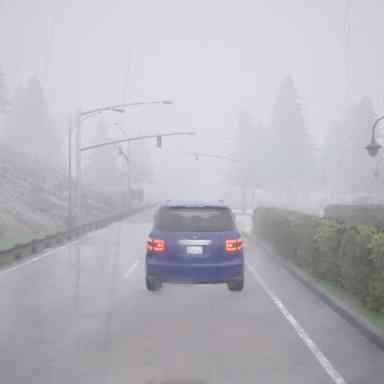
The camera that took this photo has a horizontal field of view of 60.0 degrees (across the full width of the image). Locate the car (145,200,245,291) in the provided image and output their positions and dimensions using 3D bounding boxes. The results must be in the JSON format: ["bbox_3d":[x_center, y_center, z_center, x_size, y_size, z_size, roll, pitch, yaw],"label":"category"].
[{"bbox_3d":[0.074,1.221,9.144,2.150,2.045,5.566,0,0,0],"label":"car"}]

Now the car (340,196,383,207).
[{"bbox_3d":[16.140,1.384,30.761,5.566,2.045,2.150,0,0,0],"label":"car"}]
